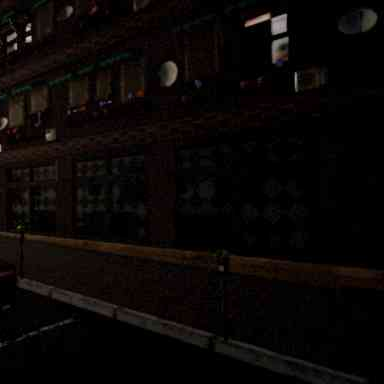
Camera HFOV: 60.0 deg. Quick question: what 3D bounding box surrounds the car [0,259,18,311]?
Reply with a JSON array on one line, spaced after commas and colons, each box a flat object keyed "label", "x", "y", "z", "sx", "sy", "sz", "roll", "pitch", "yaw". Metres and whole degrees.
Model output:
[{"label": "car", "x": -5.144, "y": 1.519, "z": 6.415, "sx": 4.507, "sy": 1.381, "sz": 1.887, "roll": 0, "pitch": -1, "yaw": 36}]
